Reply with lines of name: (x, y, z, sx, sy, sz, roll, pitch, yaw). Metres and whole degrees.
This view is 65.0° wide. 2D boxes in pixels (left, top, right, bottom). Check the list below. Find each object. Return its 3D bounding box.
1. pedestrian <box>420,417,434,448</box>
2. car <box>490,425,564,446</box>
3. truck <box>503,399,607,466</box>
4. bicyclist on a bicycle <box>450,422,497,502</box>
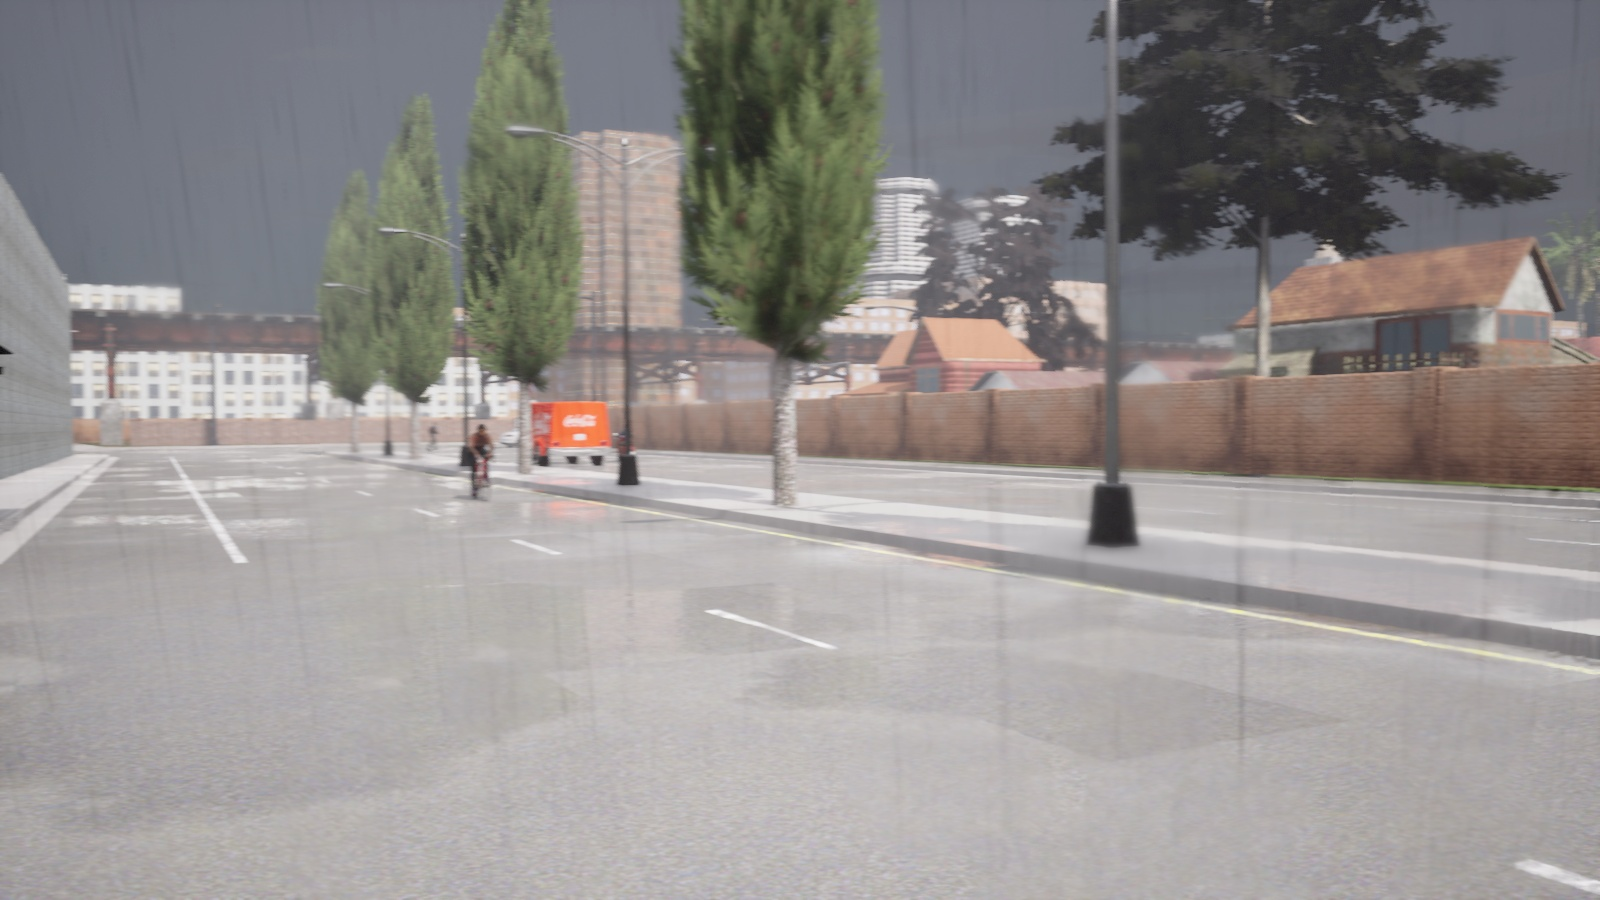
pedestrian: (-22.257, -1.024, 74.962, 0.720, 1.854, 0.376, -1, 2, -42)
car: (-18.952, -1.007, 87.157, 4.674, 1.442, 1.812, -1, 1, -38)
truck: (-9.622, -0.697, 48.961, 2.627, 2.467, 5.204, -1, 1, -28)
bicyclist on a bicycle: (-6.885, 0.228, 26.438, 0.582, 1.620, 1.656, -1, 2, -28)
